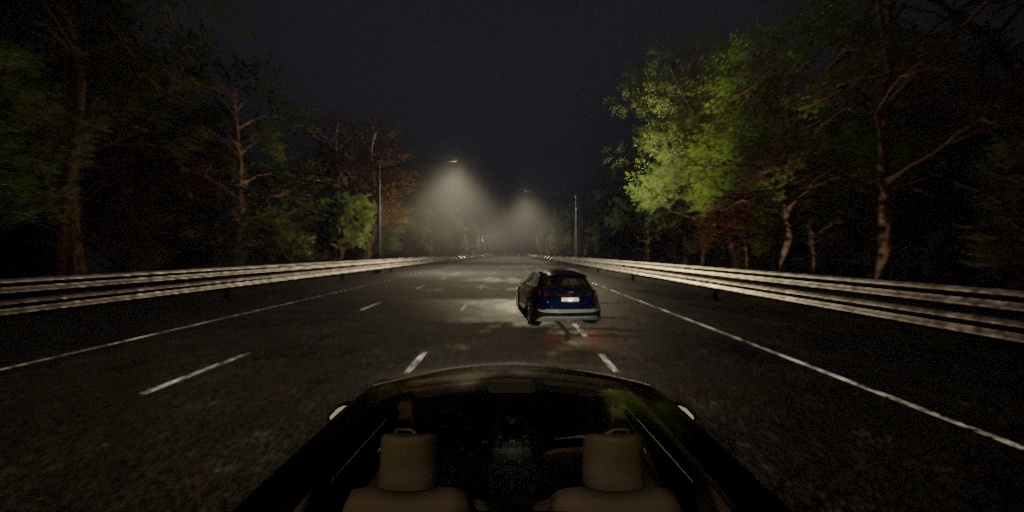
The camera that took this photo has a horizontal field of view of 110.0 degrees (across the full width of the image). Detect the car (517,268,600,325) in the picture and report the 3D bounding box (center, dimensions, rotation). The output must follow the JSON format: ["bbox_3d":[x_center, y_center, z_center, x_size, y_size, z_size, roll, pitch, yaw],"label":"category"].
[{"bbox_3d":[1.296,1.189,11.435,2.033,1.649,4.856,0,0,-5],"label":"car"}]
